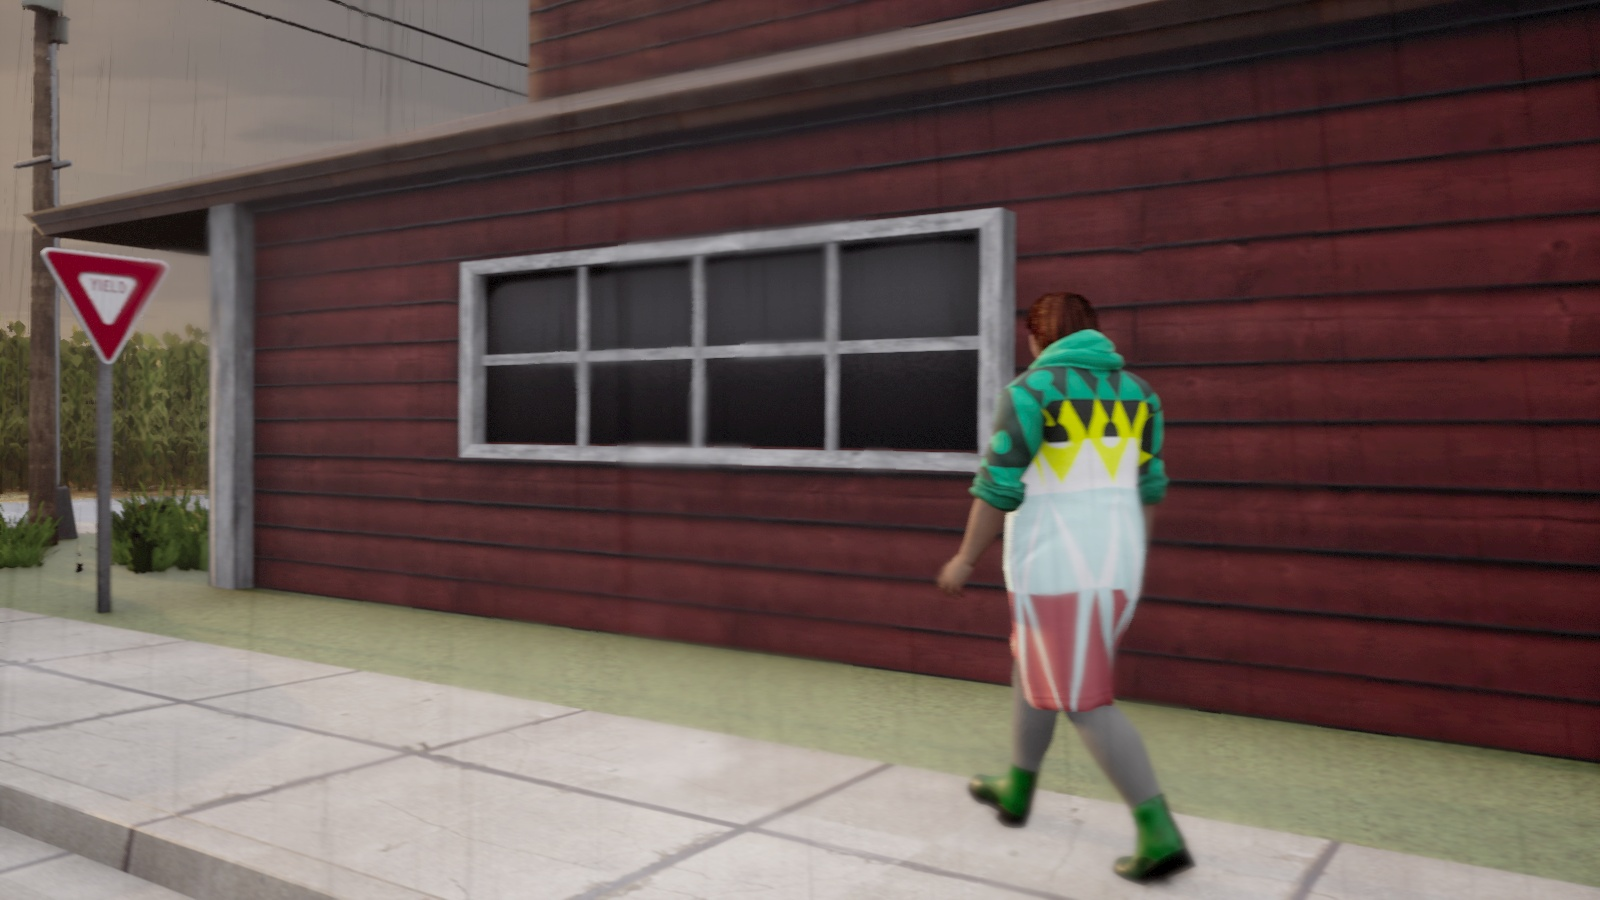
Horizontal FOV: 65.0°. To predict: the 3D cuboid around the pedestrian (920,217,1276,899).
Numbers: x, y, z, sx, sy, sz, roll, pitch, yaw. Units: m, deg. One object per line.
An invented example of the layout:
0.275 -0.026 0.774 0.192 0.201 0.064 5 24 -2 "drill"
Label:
0.924 0.330 3.991 0.659 1.952 0.873 -1 1 -34 "pedestrian"
